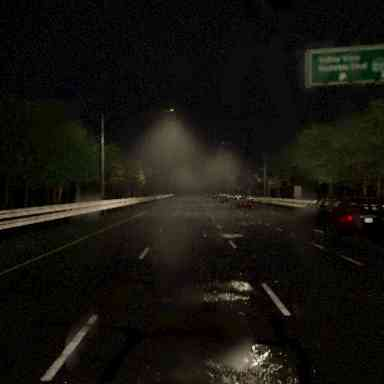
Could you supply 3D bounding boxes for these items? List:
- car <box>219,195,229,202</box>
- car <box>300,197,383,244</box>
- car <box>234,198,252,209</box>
[{"bbox_3d":[7.031,1.551,73.291,2.033,1.411,5.357,0,0,0],"label":"car"},{"bbox_3d":[7.003,1.223,15.865,2.150,2.045,5.566,0,0,0],"label":"car"},{"bbox_3d":[7.015,1.549,46.165,2.033,1.411,5.357,0,0,0],"label":"car"}]
